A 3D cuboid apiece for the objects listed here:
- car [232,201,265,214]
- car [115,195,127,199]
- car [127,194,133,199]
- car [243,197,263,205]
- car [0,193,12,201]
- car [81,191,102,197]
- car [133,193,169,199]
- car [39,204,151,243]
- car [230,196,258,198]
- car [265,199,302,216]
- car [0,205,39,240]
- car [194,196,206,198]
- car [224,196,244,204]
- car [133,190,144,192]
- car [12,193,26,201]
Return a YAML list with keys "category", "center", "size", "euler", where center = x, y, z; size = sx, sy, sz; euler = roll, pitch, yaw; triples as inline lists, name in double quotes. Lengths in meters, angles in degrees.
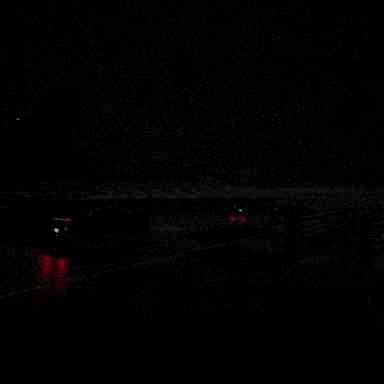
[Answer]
- category: "car"
  center: [6.140, 1.555, 34.727]
  size: [1.895, 1.301, 4.718]
  euler: [1, 0, 37]
- category: "car"
  center: [-8.934, 1.168, 44.082]
  size: [1.882, 1.535, 5.008]
  euler: [1, 0, 37]
- category: "car"
  center: [-5.772, 1.310, 42.472]
  size: [1.994, 1.385, 4.181]
  euler: [1, 0, 37]
- category: "car"
  center: [12.280, 1.734, 66.662]
  size: [1.882, 1.535, 5.008]
  euler: [1, -1, 37]
- category: "car"
  center: [-19.358, 0.895, 30.052]
  size: [2.097, 1.767, 4.553]
  euler: [1, 0, 37]
- category: "car"
  center: [-17.392, 0.534, 58.221]
  size: [2.128, 1.511, 4.902]
  euler: [1, 2, 22]
- category: "car"
  center: [-4.084, 1.251, 38.878]
  size: [1.882, 1.535, 5.008]
  euler: [1, 0, 37]
- category: "car"
  center: [-3.962, 1.318, 15.239]
  size: [2.128, 1.511, 4.902]
  euler: [1, 0, 37]
- category: "car"
  center: [8.521, 1.567, 55.763]
  size: [2.128, 1.511, 4.902]
  euler: [1, -1, 37]
- category: "car"
  center: [9.471, 1.491, 33.340]
  size: [1.882, 1.535, 5.008]
  euler: [1, 0, 37]
- category: "car"
  center: [-8.031, 1.317, 15.629]
  size: [2.033, 1.411, 5.357]
  euler: [1, 0, 37]
- category: "car"
  center: [1.247, 1.454, 57.727]
  size: [1.812, 1.442, 4.674]
  euler: [1, -1, 37]
- category: "car"
  center: [8.634, 1.677, 67.622]
  size: [1.837, 1.490, 4.892]
  euler: [1, -1, 37]
- category: "car"
  center: [-11.595, 0.222, 72.333]
  size: [1.812, 1.442, 4.674]
  euler: [1, 2, 23]
- category: "car"
  center: [-23.361, 0.871, 42.402]
  size: [1.994, 1.385, 4.181]
  euler: [1, 1, 20]
